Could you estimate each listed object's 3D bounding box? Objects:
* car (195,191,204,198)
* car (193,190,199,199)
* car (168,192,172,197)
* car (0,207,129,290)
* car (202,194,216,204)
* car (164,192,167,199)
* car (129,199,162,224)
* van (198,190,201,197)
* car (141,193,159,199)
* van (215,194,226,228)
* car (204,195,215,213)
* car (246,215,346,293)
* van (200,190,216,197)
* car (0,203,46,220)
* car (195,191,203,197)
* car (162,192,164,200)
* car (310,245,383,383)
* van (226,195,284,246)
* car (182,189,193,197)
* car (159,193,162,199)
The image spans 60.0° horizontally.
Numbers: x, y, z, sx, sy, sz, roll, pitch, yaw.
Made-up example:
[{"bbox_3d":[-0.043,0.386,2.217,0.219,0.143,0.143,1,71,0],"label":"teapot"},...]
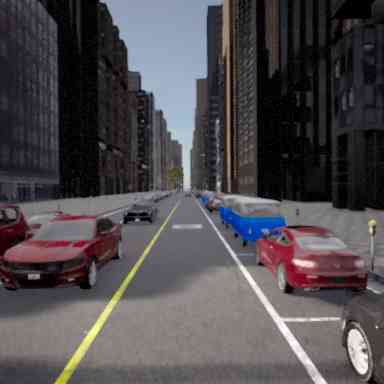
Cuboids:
[{"bbox_3d":[1.802,0.538,82.038,1.967,1.590,4.097,0,1,-1],"label":"car"},{"bbox_3d":[1.936,0.531,70.682,2.192,1.841,5.009,0,1,-1],"label":"car"},{"bbox_3d":[-6.721,0.710,81.934,1.887,1.381,4.507,0,1,-1],"label":"car"},{"bbox_3d":[-3.189,1.397,9.132,1.882,1.535,5.008,0,1,-1],"label":"car"},{"bbox_3d":[2.344,1.158,36.624,1.802,1.307,4.206,0,1,-1],"label":"car"},{"bbox_3d":[-6.518,0.908,64.904,1.947,1.339,4.313,0,1,-1],"label":"car"},{"bbox_3d":[-3.334,1.372,22.446,1.895,1.301,4.718,0,1,0],"label":"car"},{"bbox_3d":[2.207,0.797,47.975,1.690,1.788,3.998,0,1,-1],"label":"van"},{"bbox_3d":[-6.315,1.073,47.874,2.008,1.369,4.403,0,1,-1],"label":"car"},{"bbox_3d":[2.546,1.099,19.591,1.690,1.788,3.998,0,1,-1],"label":"van"},{"bbox_3d":[2.412,1.218,30.947,1.802,1.307,4.206,0,1,-1],"label":"car"},{"bbox_3d":[2.683,1.466,8.240,1.802,1.307,4.206,0,1,-1],"label":"car"},{"bbox_3d":[2.275,0.857,42.298,1.690,1.788,3.998,0,1,-1],"label":"van"},{"bbox_3d":[-5.843,1.266,8.134,2.192,1.841,5.009,0,1,-1],"label":"car"},{"bbox_3d":[1.735,0.585,87.716,1.887,1.381,4.507,0,1,-1],"label":"car"},{"bbox_3d":[-6.449,0.930,59.057,1.752,1.417,4.829,0,1,-1],"label":"car"},{"bbox_3d":[2.750,1.499,2.563,2.008,1.369,4.403,0,1,-1],"label":"car"},{"bbox_3d":[2.613,1.161,13.915,1.690,1.788,3.998,0,1,-1],"label":"van"},{"bbox_3d":[-1.017,0.602,86.941,2.033,1.411,5.357,0,1,-1],"label":"car"},{"bbox_3d":[-6.384,0.903,53.549,1.967,1.590,4.097,0,1,-1],"label":"car"}]
